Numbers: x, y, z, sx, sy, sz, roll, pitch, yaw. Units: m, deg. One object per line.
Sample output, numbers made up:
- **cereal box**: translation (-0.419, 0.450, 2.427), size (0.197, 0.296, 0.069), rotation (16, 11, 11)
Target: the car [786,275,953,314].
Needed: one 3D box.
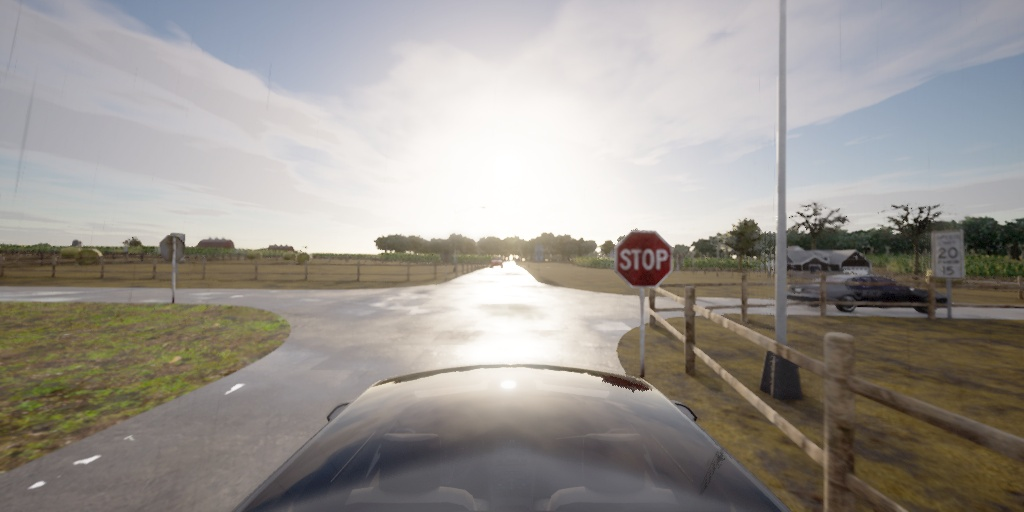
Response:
- **car**: translation (13.933, 1.459, 14.314), size (5.357, 1.411, 2.033), rotation (1, -1, 0)
